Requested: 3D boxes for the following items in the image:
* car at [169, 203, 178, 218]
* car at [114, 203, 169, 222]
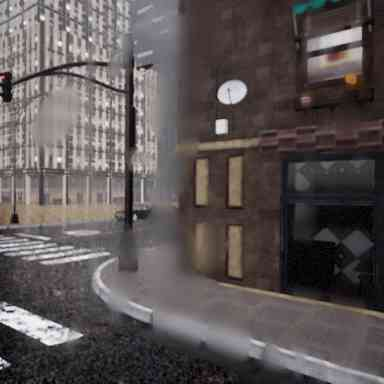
[{"bbox_3d":[-0.990,1.674,30.884,2.008,1.369,4.403,0,-1,35],"label":"car"},{"bbox_3d":[-4.176,1.594,26.316,2.008,1.369,4.403,0,-1,35],"label":"car"}]
